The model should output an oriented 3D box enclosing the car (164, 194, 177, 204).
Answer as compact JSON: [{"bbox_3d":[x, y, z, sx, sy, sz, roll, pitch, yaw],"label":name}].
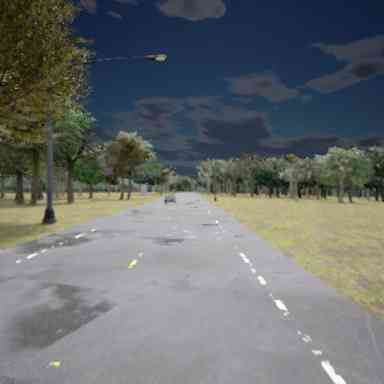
[{"bbox_3d":[-3.636,1.164,55.764,1.837,1.490,4.892,1,0,0],"label":"car"}]
